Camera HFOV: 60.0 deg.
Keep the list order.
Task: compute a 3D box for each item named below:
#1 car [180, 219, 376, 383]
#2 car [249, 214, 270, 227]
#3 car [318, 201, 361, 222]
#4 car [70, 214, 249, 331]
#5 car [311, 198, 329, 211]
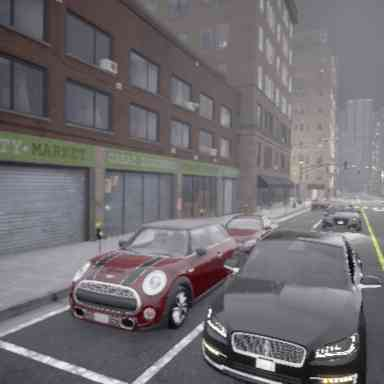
[{"bbox_3d":[1.804,1.461,5.483,1.837,1.490,4.892,1,1,26],"label":"car"},{"bbox_3d":[2.002,1.460,11.736,1.802,1.307,4.206,1,1,26],"label":"car"},{"bbox_3d":[8.925,1.472,19.764,1.994,1.385,4.181,2,1,26],"label":"car"},{"bbox_3d":[-0.457,1.335,6.720,1.967,1.590,4.097,1,1,26],"label":"car"},{"bbox_3d":[14.305,1.328,36.808,1.887,1.381,4.507,1,1,26],"label":"car"}]
